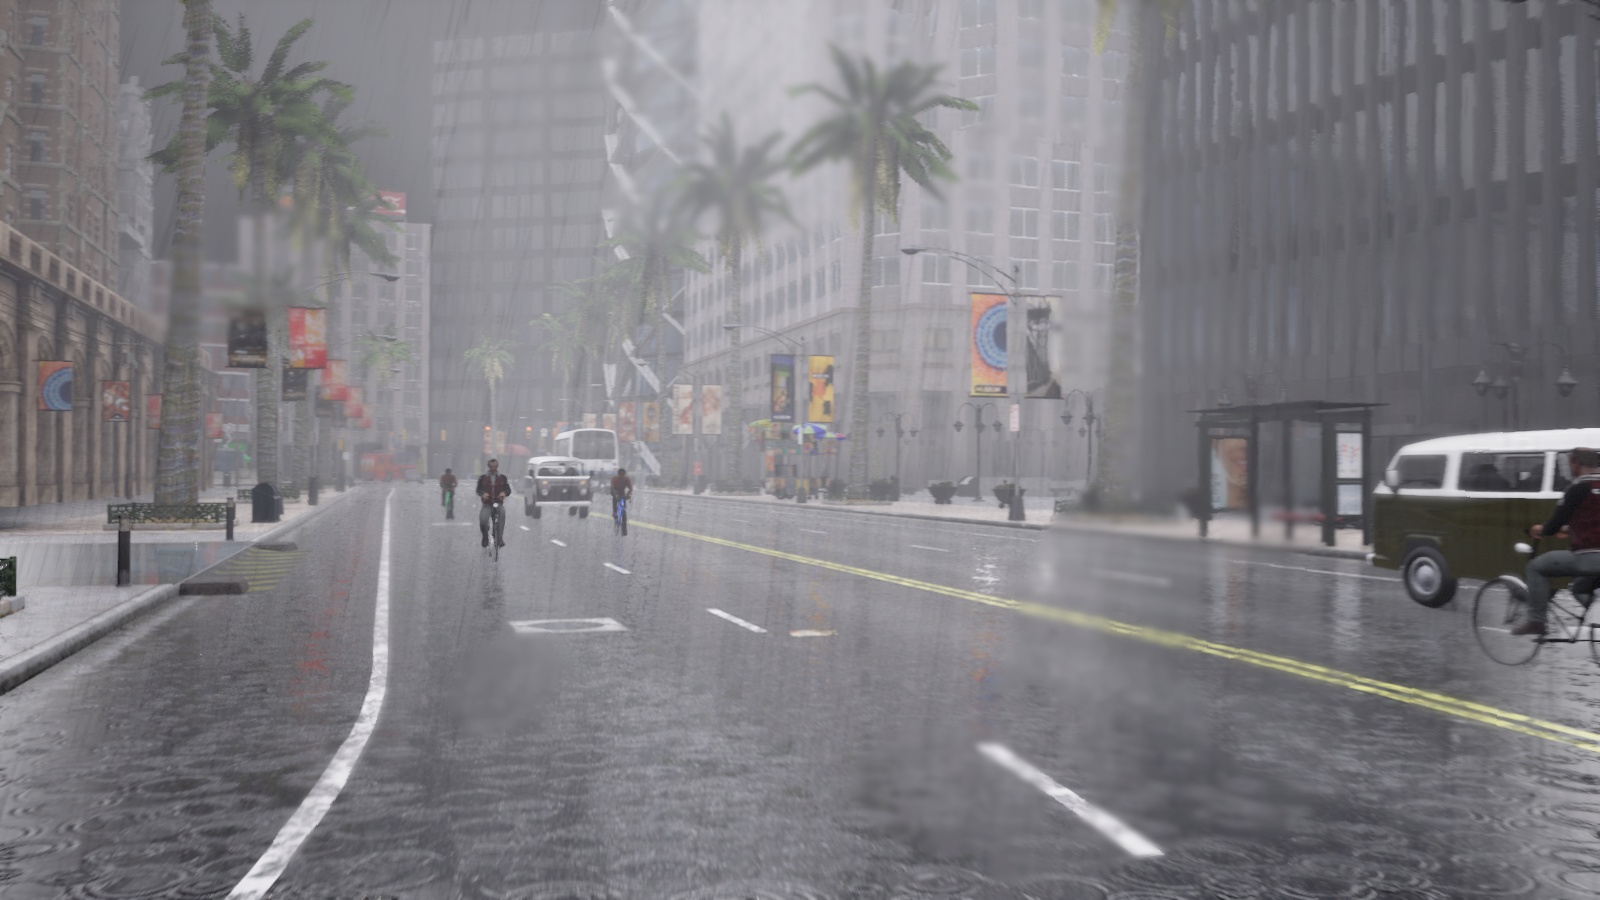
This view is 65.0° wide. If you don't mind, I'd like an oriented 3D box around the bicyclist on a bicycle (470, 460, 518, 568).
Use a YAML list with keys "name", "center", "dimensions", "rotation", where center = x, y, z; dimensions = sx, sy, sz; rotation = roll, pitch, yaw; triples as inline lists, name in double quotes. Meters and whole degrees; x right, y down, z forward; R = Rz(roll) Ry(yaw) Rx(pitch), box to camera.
- name: "bicyclist on a bicycle"
  center: [-5.289, 1.075, 21.616]
  dimensions: [0.659, 1.776, 1.843]
  rotation: [0, -1, -18]

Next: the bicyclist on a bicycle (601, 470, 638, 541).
- name: "bicyclist on a bicycle"
  center: [-4.308, 1.291, 29.858]
  dimensions: [0.582, 1.620, 1.656]
  rotation: [0, -1, -18]

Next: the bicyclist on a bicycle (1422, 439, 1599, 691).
- name: "bicyclist on a bicycle"
  center: [5.755, 0.817, 9.687]
  dimensions: [0.659, 1.776, 1.843]
  rotation: [0, -1, -14]

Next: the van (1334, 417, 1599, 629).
- name: "van"
  center: [8.268, 0.725, 13.755]
  dimensions: [2.069, 2.038, 4.480]
  rotation: [0, -1, -16]

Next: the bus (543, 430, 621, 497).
- name: "bus"
  center: [-15.011, 0.953, 85.671]
  dimensions: [3.944, 4.253, 10.273]
  rotation: [0, -1, -17]

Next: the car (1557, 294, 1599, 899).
- name: "car"
  center: [3.528, 0.532, 1.025]
  dimensions: [2.150, 2.045, 5.566]
  rotation: [0, -1, -4]

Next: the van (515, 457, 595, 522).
- name: "van"
  center: [-8.173, 1.279, 41.652]
  dimensions: [2.069, 2.038, 4.480]
  rotation: [0, -1, -18]
